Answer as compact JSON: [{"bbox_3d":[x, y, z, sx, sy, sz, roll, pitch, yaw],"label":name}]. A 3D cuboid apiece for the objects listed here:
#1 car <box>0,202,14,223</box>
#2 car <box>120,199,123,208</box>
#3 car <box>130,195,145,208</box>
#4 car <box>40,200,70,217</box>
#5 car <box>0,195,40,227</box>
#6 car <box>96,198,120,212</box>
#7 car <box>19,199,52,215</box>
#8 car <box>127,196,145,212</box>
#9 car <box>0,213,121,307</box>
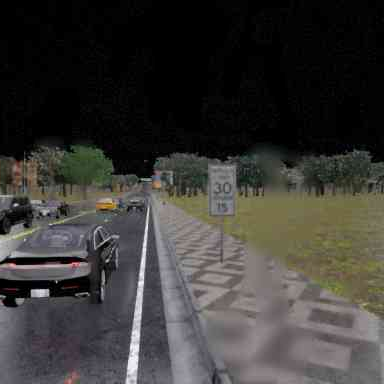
[{"bbox_3d":[-14.820,1.499,24.161,1.812,1.442,4.674,0,0,-7],"label":"car"},{"bbox_3d":[-11.309,1.597,49.162,2.033,1.411,5.357,0,0,-7],"label":"car"},{"bbox_3d":[-8.158,1.423,50.330,2.097,1.767,4.553,0,0,-7],"label":"car"},{"bbox_3d":[-12.182,1.491,29.292,2.128,1.511,4.902,0,0,-7],"label":"car"},{"bbox_3d":[-10.899,1.206,18.992,2.150,2.045,5.566,0,0,-7],"label":"car"},{"bbox_3d":[-9.979,1.512,38.977,1.882,1.535,5.008,0,0,-7],"label":"car"},{"bbox_3d":[-16.042,1.514,34.380,1.812,1.442,4.674,0,0,-9],"label":"car"},{"bbox_3d":[-6.888,1.561,40.520,1.837,1.490,4.892,0,0,-7],"label":"car"},{"bbox_3d":[-2.869,1.499,8.028,2.128,1.511,4.902,0,0,-7],"label":"car"}]
